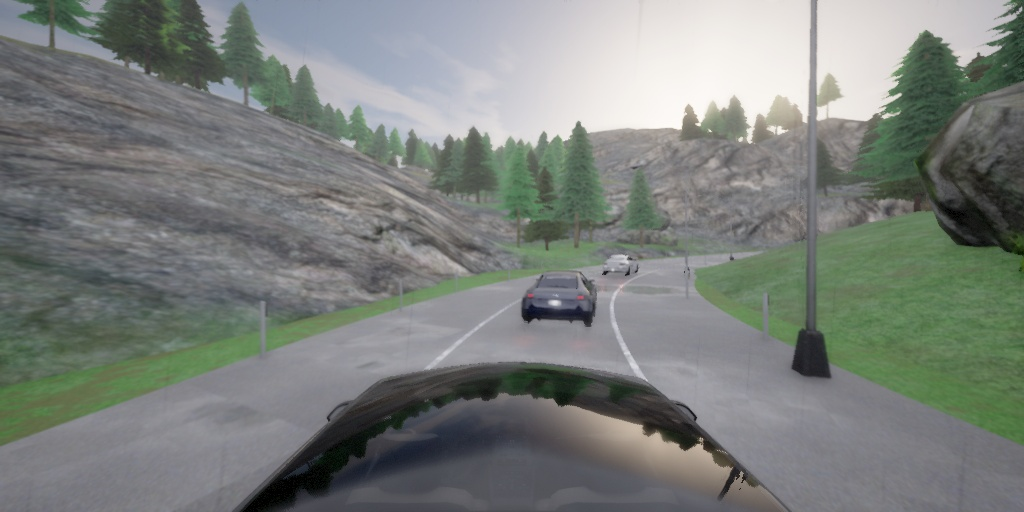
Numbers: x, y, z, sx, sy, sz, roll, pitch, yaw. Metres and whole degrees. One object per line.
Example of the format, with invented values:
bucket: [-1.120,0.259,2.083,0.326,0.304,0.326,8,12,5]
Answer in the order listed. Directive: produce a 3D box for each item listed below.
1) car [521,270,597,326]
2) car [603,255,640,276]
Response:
car: [1.591,1.132,11.173,1.994,1.385,4.181,0,1,14]
car: [8.045,0.630,26.478,1.812,1.442,4.674,0,2,30]
